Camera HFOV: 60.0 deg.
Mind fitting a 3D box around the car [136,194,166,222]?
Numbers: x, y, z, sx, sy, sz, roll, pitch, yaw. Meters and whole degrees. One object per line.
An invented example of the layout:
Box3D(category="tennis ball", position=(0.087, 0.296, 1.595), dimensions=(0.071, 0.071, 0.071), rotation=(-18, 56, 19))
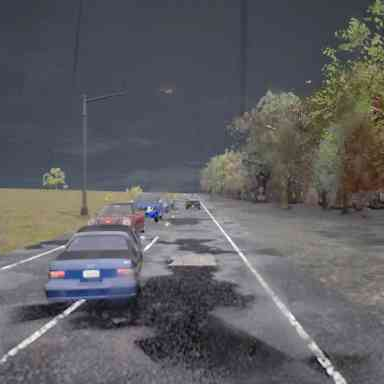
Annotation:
Box3D(category="car", position=(-3.568, 1.222, 26.446), dimensions=(2.150, 2.045, 5.566), rotation=(0, 0, -1))

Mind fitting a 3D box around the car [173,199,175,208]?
Box3D(category="car", position=(-3.528, 1.345, 46.477), dimensions=(2.097, 1.767, 4.553), rotation=(0, 0, 0))

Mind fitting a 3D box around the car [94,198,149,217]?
Box3D(category="car", position=(-3.648, 1.353, 16.610), dimensions=(2.097, 1.767, 4.553), rotation=(0, 0, 1))

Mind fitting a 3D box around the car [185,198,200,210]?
Box3D(category="car", position=(0.128, 1.500, 43.757), dimensions=(1.837, 1.490, 4.892), rotation=(0, 0, -1))

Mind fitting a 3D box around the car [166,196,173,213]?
Box3D(category="car", position=(-3.544, 1.350, 36.554), dimensions=(2.097, 1.767, 4.553), rotation=(0, 0, 0))

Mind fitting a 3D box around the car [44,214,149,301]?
Box3D(category="car", position=(-2.227, 1.548, 8.586), dimensions=(2.033, 1.411, 5.357), rotation=(0, 0, -9))
